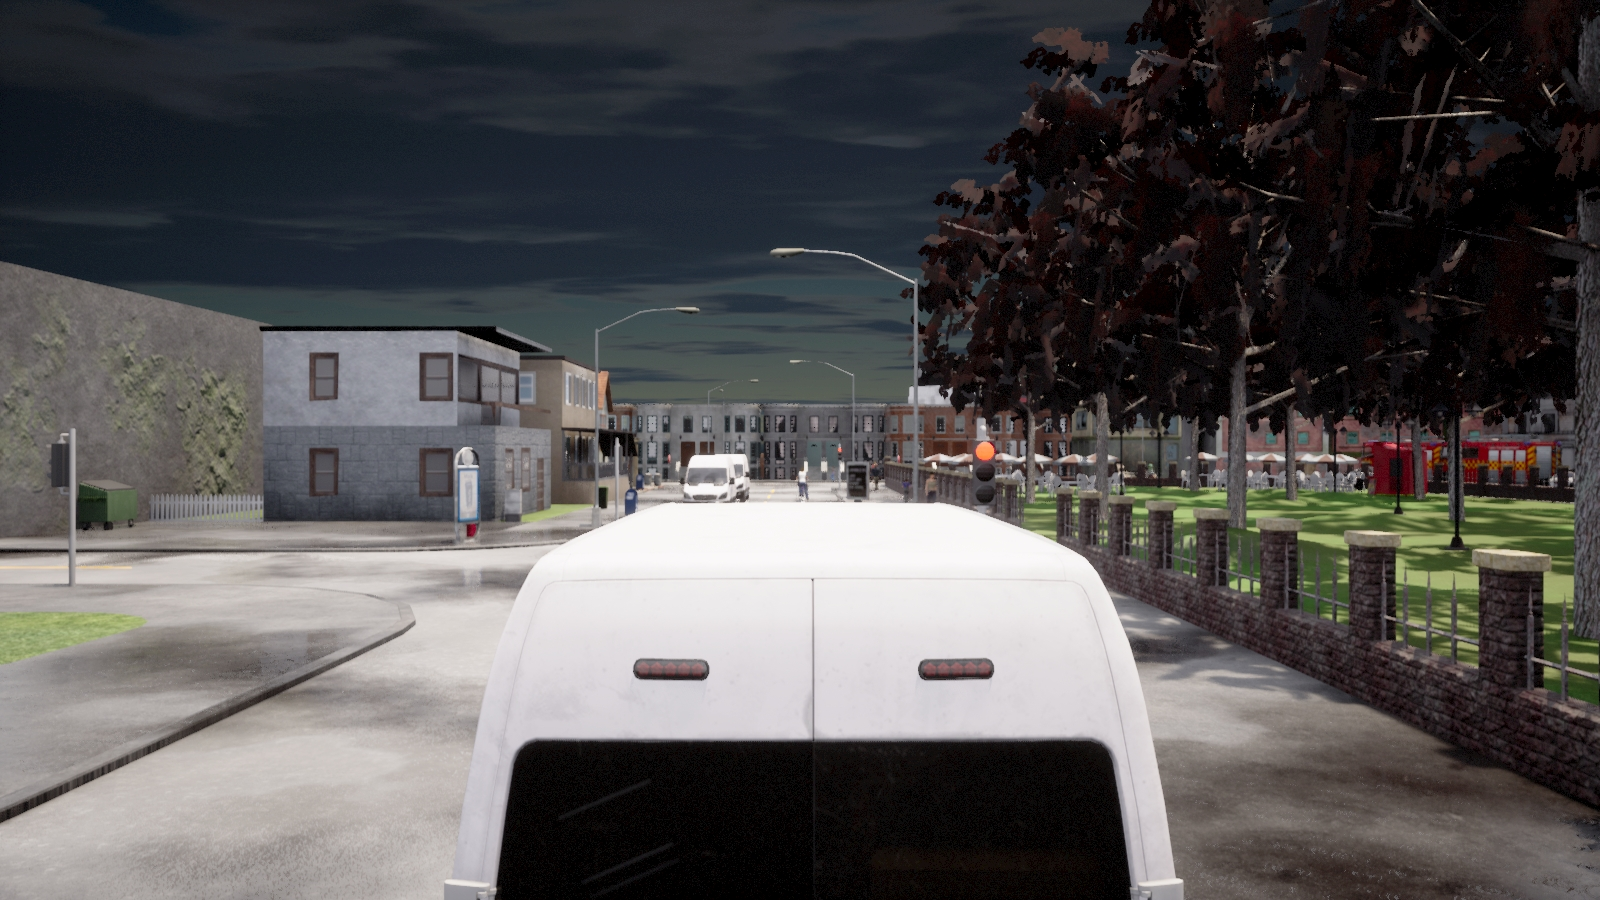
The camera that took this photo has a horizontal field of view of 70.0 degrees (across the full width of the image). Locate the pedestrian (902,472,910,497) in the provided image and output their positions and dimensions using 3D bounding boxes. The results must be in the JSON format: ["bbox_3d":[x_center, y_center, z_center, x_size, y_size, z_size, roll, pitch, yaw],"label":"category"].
[{"bbox_3d":[5.500,1.792,59.044,0.375,1.300,0.375,0,0,0],"label":"pedestrian"}]

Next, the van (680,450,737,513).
[{"bbox_3d":[-3.881,1.305,49.614,1.988,2.561,5.915,0,0,0],"label":"van"}]

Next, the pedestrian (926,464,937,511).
[{"bbox_3d":[5.313,1.515,46.254,0.375,1.860,0.375,0,0,-7],"label":"pedestrian"}]

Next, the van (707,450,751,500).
[{"bbox_3d":[-3.827,1.302,62.211,1.988,2.561,5.915,0,0,0],"label":"van"}]

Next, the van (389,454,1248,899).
[{"bbox_3d":[0.036,1.313,5.605,1.988,2.561,5.915,0,0,0],"label":"van"}]

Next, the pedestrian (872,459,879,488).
[{"bbox_3d":[4.839,1.501,73.188,0.375,1.860,0.375,0,0,-10],"label":"pedestrian"}]
